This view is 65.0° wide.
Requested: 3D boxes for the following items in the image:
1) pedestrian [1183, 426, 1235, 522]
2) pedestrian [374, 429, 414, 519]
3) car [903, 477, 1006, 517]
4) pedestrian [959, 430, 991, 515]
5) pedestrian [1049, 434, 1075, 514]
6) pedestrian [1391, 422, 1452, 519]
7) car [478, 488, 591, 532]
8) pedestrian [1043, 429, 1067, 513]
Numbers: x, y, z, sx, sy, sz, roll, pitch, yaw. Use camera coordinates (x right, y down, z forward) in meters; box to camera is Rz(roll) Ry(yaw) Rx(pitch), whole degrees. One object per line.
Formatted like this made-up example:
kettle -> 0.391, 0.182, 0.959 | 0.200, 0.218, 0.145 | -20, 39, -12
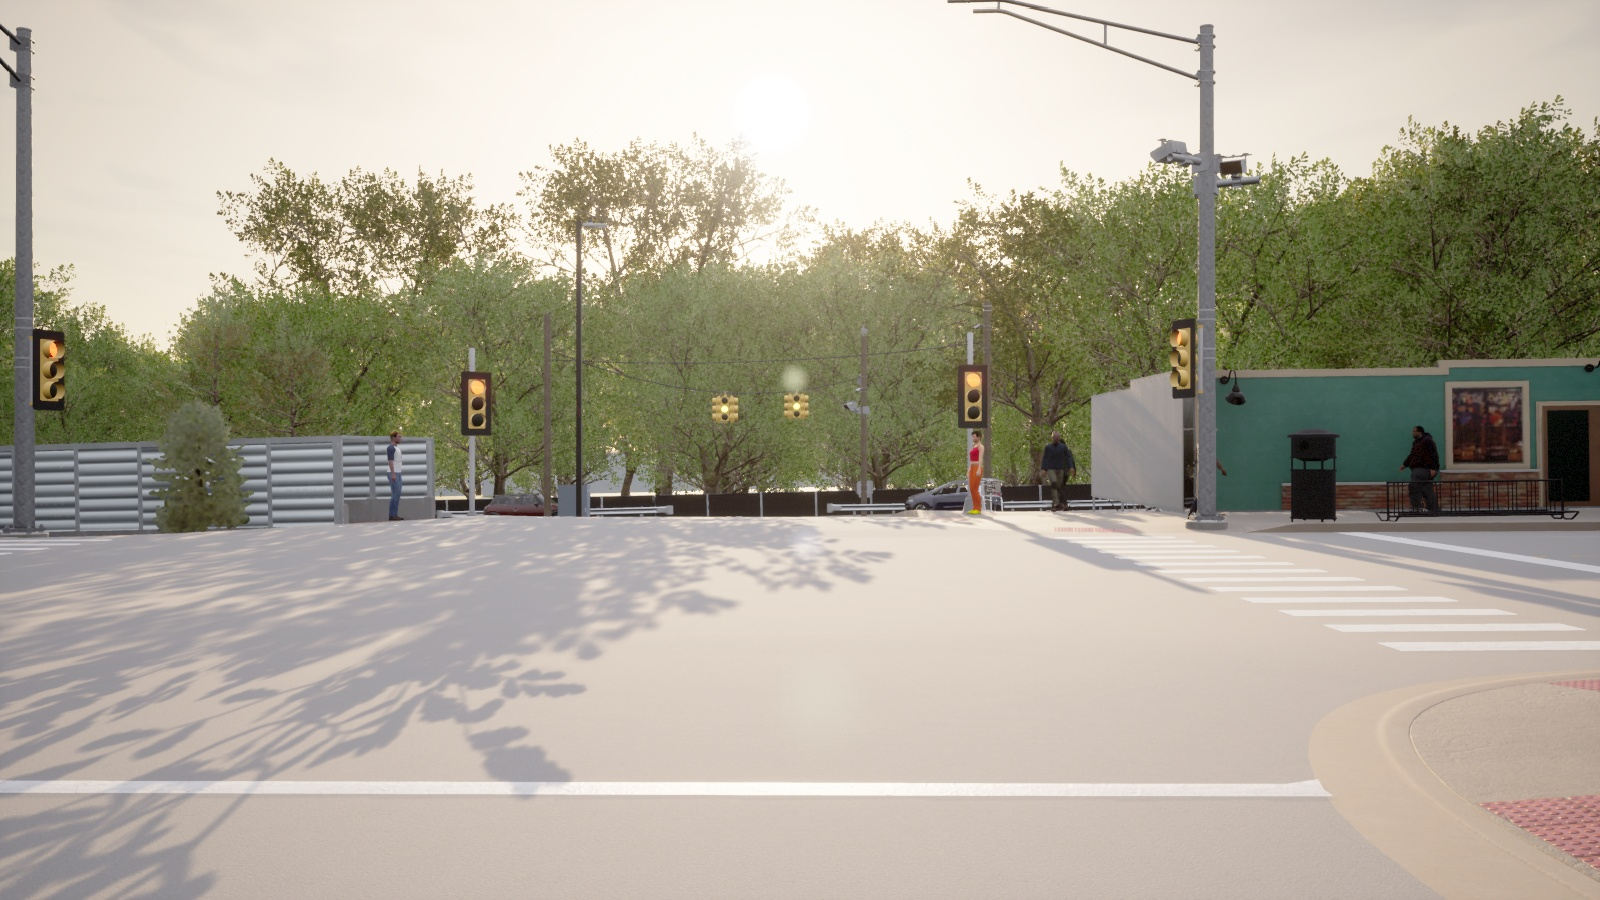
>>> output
pedestrian -> 7.740, 0.443, 23.774 | 0.869, 1.805, 0.328 | 0, 0, -5
pedestrian -> -8.323, 0.495, 25.762 | 0.706, 1.836, 0.354 | 0, 0, 1
car -> 7.189, 2.190, 58.496 | 4.611, 1.667, 2.242 | -2, 0, 8
pedestrian -> 3.815, 0.483, 27.394 | 0.594, 1.836, 0.345 | 0, 0, -15
pedestrian -> 6.479, 0.590, 31.068 | 0.423, 1.949, 0.788 | 0, 0, -4
pedestrian -> 12.032, 0.395, 24.345 | 0.899, 1.844, 0.634 | 0, 0, 6
car -> -12.076, 2.724, 57.305 | 4.553, 1.767, 2.097 | -2, 0, 6
pedestrian -> 5.640, 0.465, 27.783 | 0.402, 1.842, 0.726 | 0, 0, 1
